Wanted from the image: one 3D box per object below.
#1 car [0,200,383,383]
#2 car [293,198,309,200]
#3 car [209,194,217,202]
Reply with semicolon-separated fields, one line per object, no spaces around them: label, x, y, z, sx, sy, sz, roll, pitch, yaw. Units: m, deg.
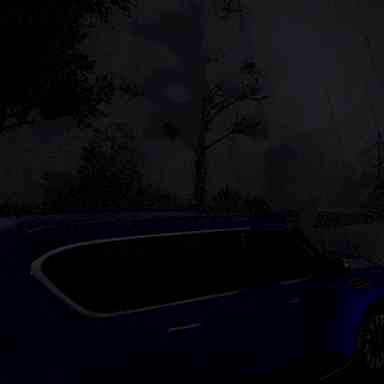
car;0.200;1.221;3.844;5.566;2.045;2.150;0;0;-35
car;15.300;1.568;46.087;2.033;1.411;5.357;0;0;-27
car;5.434;1.428;67.538;2.150;2.045;5.566;0;-1;-22
